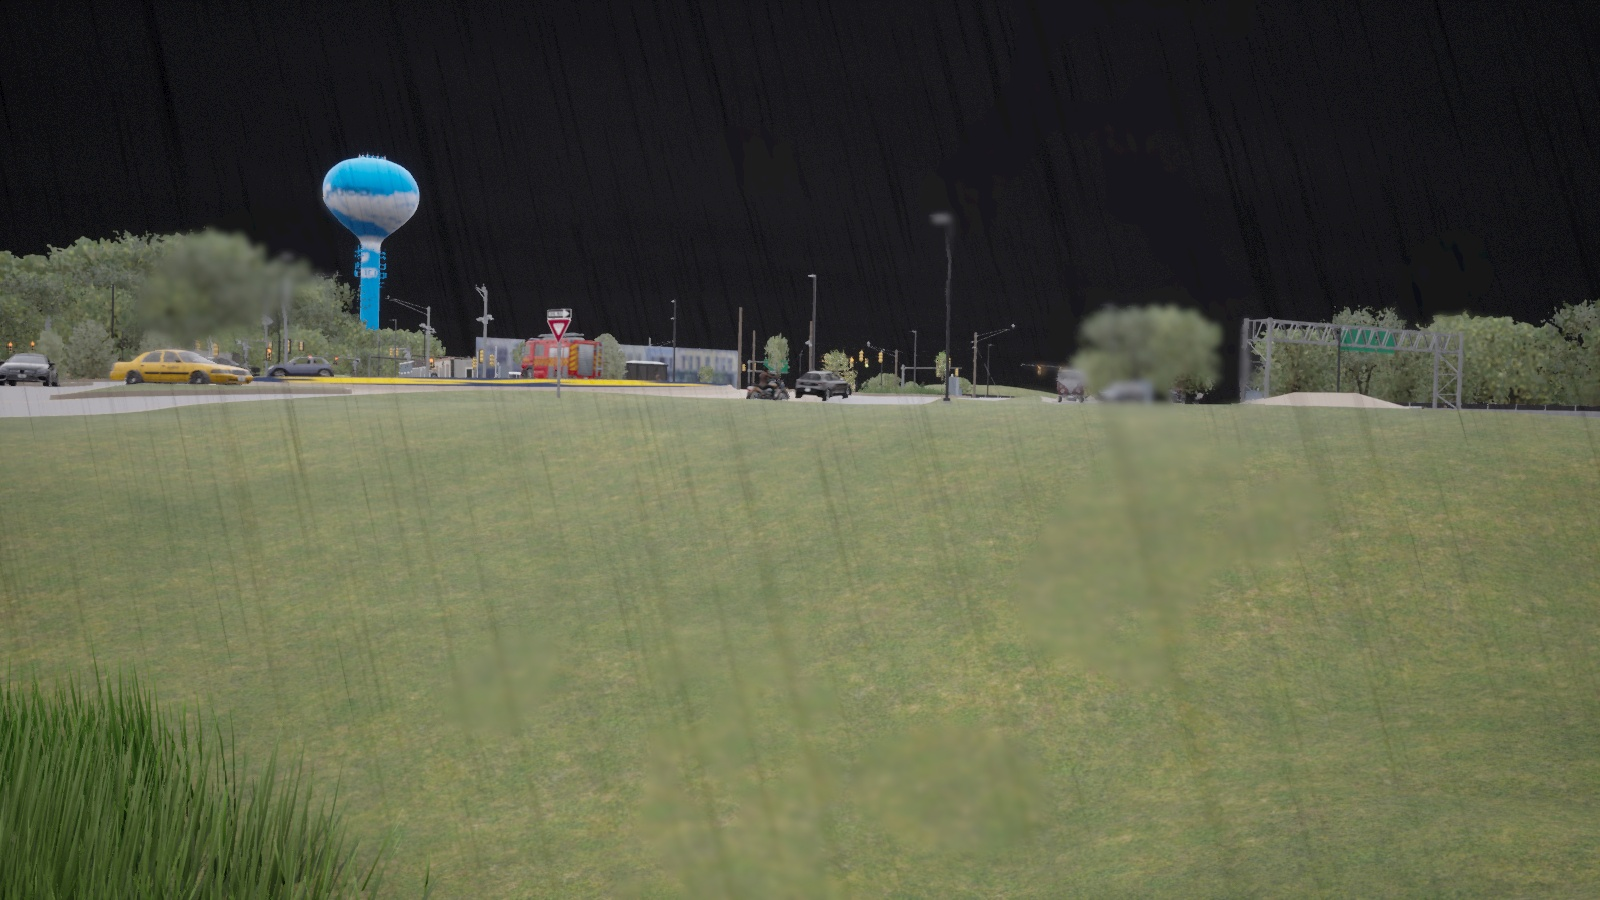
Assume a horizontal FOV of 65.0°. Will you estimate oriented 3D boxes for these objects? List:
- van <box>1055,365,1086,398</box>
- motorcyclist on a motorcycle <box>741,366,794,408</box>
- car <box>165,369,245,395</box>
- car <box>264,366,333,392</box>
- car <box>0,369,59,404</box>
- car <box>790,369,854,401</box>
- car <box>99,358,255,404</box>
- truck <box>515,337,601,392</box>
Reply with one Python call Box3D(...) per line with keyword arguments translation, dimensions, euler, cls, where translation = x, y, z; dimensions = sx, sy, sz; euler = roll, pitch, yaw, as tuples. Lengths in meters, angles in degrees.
Box3D(translation=(17.221, -4.359, 79.969), dimensions=(1.775, 1.987, 4.442), euler=(3, 4, 12), cls="van")
Box3D(translation=(-1.320, -2.587, 52.085), dimensions=(0.766, 1.649, 2.350), euler=(0, 1, 43), cls="motorcyclist on a motorcycle")
Box3D(translation=(-38.121, -4.377, 80.584), dimensions=(1.837, 1.490, 4.892), euler=(1, 5, 16), cls="car")
Box3D(translation=(-30.526, -4.301, 76.560), dimensions=(3.806, 1.475, 1.970), euler=(-2, 3, -21), cls="car")
Box3D(translation=(-33.352, -2.713, 54.250), dimensions=(1.812, 1.442, 4.674), euler=(0, 2, -25), cls="car")
Box3D(translation=(1.174, -3.425, 65.638), dimensions=(1.816, 1.474, 4.193), euler=(4, 6, 24), cls="car")
Box3D(translation=(-22.843, -2.497, 46.060), dimensions=(5.366, 1.575, 1.801), euler=(0, 1, 17), cls="car")
Box3D(translation=(-18.355, -6.382, 94.841), dimensions=(2.891, 3.827, 8.468), euler=(0, 2, -36), cls="truck")
